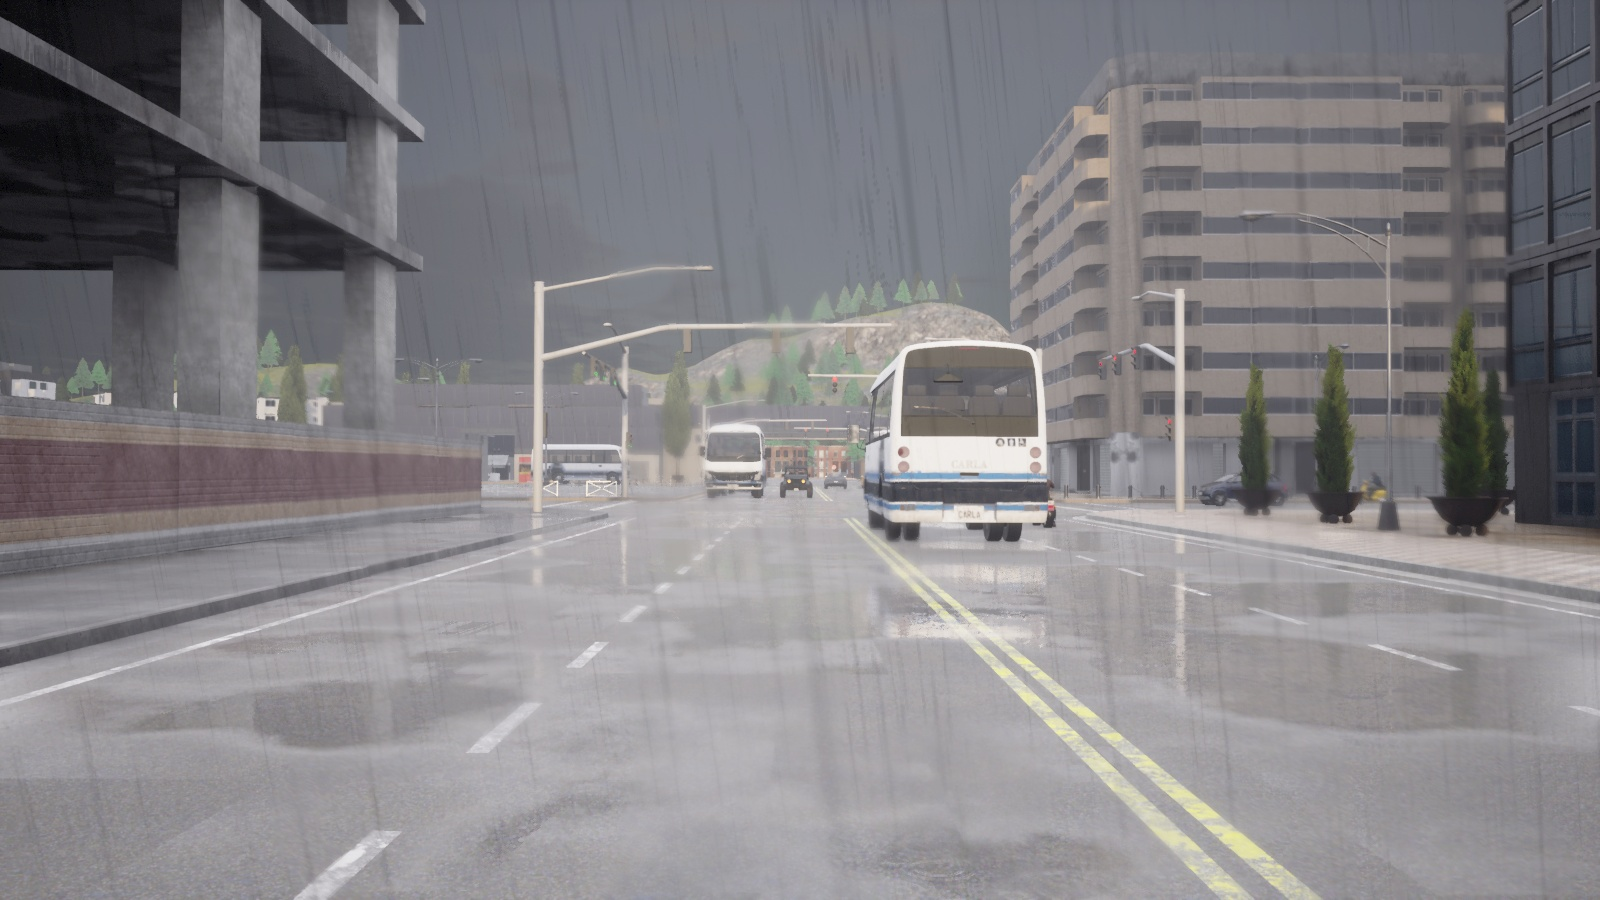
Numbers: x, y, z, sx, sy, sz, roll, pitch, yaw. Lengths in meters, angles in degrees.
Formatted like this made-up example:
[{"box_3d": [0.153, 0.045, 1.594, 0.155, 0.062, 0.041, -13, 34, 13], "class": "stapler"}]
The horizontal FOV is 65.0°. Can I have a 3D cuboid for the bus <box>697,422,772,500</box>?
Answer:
[{"box_3d": [-3.709, 0.698, 74.342, 3.944, 4.253, 10.273, 0, -1, 0], "class": "bus"}]

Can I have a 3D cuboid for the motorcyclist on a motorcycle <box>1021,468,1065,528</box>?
[{"box_3d": [6.902, 1.336, 35.735, 0.766, 1.649, 2.350, 0, -1, 0], "class": "motorcyclist on a motorcycle"}]

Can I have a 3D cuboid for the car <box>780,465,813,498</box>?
[{"box_3d": [-0.204, 1.853, 74.108, 1.905, 1.878, 3.866, 0, -1, 0], "class": "car"}]

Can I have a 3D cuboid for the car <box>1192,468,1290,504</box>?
[{"box_3d": [19.618, 1.597, 55.964, 3.705, 1.549, 1.789, 0, -1, 0], "class": "car"}]

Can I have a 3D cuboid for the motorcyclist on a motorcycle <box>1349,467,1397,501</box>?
[{"box_3d": [27.133, 1.600, 59.484, 1.817, 1.590, 0.866, 0, -1, 0], "class": "motorcyclist on a motorcycle"}]

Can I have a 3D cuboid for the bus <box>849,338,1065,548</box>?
[{"box_3d": [3.410, -0.060, 30.769, 3.944, 4.253, 10.273, 0, -1, 0], "class": "bus"}]
